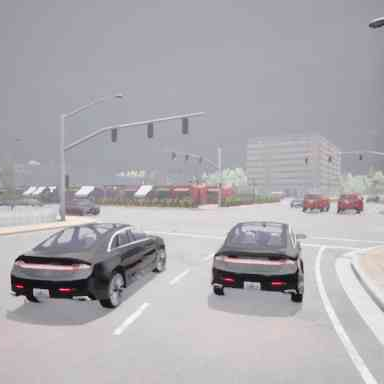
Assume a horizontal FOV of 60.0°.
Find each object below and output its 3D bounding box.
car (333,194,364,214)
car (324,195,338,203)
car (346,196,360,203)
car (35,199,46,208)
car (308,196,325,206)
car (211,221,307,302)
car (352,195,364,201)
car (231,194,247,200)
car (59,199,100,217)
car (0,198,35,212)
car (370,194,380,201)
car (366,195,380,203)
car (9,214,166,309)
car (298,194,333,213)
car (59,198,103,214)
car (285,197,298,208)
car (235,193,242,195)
[{"bbox_3d":[17.284,1.212,36.238,2.150,2.045,5.566,0,0,32],"label":"car"},{"bbox_3d":[28.581,1.450,68.111,1.882,1.535,5.008,0,0,32],"label":"car"},{"bbox_3d":[34.086,1.503,70.374,2.033,1.411,5.357,0,0,32],"label":"car"},{"bbox_3d":[-20.808,1.566,42.786,4.674,1.442,1.812,0,0,32],"label":"car"},{"bbox_3d":[20.841,1.505,55.685,1.812,1.442,4.674,0,1,32],"label":"car"},{"bbox_3d":[1.783,1.488,8.358,2.128,1.511,4.902,0,0,17],"label":"car"},{"bbox_3d":[39.475,1.336,79.119,2.033,1.411,5.357,0,0,32],"label":"car"},{"bbox_3d":[12.908,1.384,90.929,3.905,1.438,1.784,0,0,32],"label":"car"},{"bbox_3d":[-11.003,1.607,32.491,4.181,1.385,1.994,0,0,33],"label":"car"},{"bbox_3d":[-20.614,1.604,38.530,4.181,1.385,1.994,0,0,32],"label":"car"},{"bbox_3d":[42.454,1.321,77.283,1.812,1.442,4.674,0,0,32],"label":"car"},{"bbox_3d":[37.230,1.485,68.803,1.812,1.442,4.674,0,0,32],"label":"car"},{"bbox_3d":[-2.035,1.489,7.980,2.128,1.511,4.902,0,0,12],"label":"car"},{"bbox_3d":[14.196,1.212,37.895,2.150,2.045,5.566,0,0,32],"label":"car"},{"bbox_3d":[-12.563,1.533,37.617,4.902,1.511,2.128,0,0,32],"label":"car"},{"bbox_3d":[15.146,1.473,46.470,2.128,1.511,4.902,0,0,32],"label":"car"},{"bbox_3d":[11.527,1.174,88.628,4.605,1.855,1.932,0,0,32],"label":"car"}]
